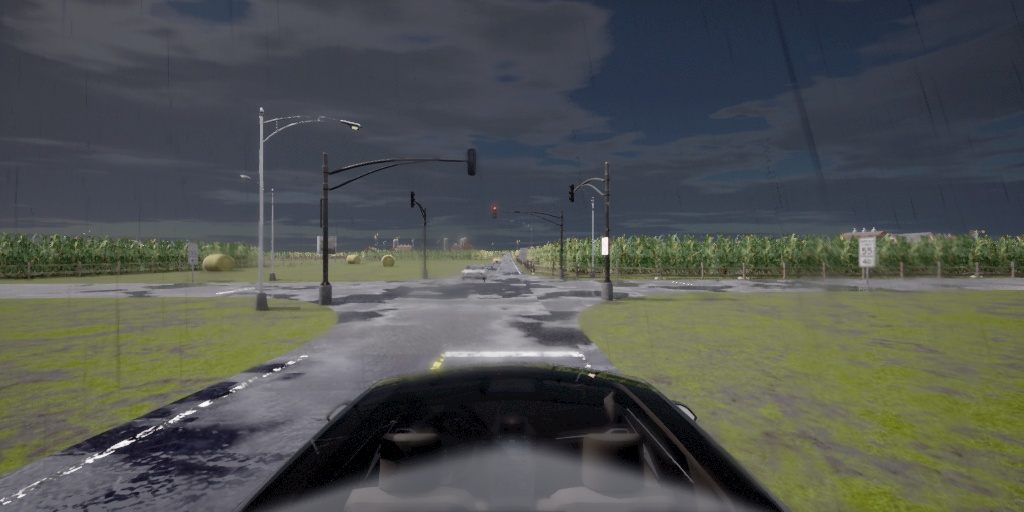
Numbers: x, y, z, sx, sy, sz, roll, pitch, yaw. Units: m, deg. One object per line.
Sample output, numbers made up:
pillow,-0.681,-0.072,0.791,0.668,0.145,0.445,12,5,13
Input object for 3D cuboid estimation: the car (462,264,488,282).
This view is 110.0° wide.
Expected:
car,-2.991,1.347,29.242,1.895,1.301,4.718,0,0,-2
